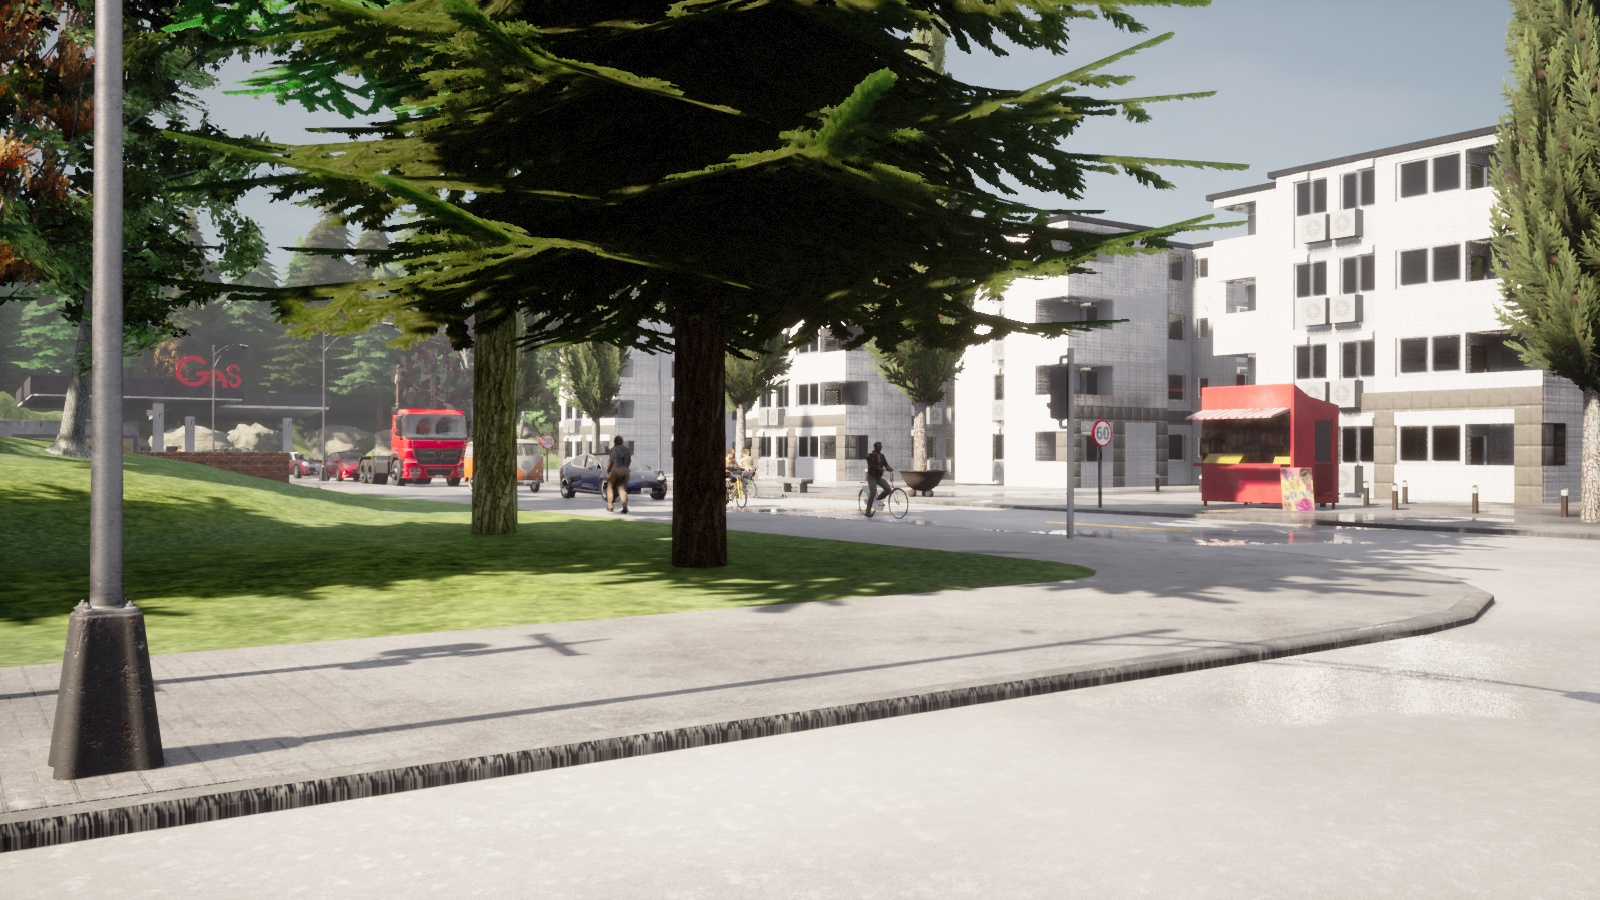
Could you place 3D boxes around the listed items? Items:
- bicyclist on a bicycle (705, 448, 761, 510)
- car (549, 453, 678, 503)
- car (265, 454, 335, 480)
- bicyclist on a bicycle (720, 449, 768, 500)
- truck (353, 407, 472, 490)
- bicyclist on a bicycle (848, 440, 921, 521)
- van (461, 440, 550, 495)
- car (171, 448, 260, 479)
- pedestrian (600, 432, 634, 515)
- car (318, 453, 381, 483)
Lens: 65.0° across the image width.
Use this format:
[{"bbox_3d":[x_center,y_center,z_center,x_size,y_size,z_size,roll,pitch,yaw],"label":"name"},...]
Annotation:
[{"bbox_3d":[-1.830,0.768,34.029,0.866,1.612,1.509,0,0,-34],"label":"bicyclist on a bicycle"},{"bbox_3d":[-6.035,0.855,40.067,2.163,1.488,4.792,0,0,-35],"label":"car"},{"bbox_3d":[-28.525,0.947,71.576,3.806,1.475,1.970,0,0,36],"label":"car"},{"bbox_3d":[-1.837,0.786,41.045,0.866,1.612,1.509,0,0,-35],"label":"bicyclist on a bicycle"},{"bbox_3d":[-17.609,-0.061,56.731,2.891,3.462,7.936,0,0,-35],"label":"truck"},{"bbox_3d":[1.906,0.681,28.688,0.659,1.776,1.843,0,0,-34],"label":"bicyclist on a bicycle"},{"bbox_3d":[-11.201,0.638,47.506,1.775,1.987,4.442,0,0,-35],"label":"van"},{"bbox_3d":[-36.188,0.830,77.787,4.605,1.855,1.932,0,-1,-5],"label":"car"},{"bbox_3d":[-4.147,0.533,28.432,0.540,1.848,0.694,0,0,-31],"label":"pedestrian"},{"bbox_3d":[-23.367,0.900,65.050,2.007,1.525,4.514,0,0,-35],"label":"car"}]
